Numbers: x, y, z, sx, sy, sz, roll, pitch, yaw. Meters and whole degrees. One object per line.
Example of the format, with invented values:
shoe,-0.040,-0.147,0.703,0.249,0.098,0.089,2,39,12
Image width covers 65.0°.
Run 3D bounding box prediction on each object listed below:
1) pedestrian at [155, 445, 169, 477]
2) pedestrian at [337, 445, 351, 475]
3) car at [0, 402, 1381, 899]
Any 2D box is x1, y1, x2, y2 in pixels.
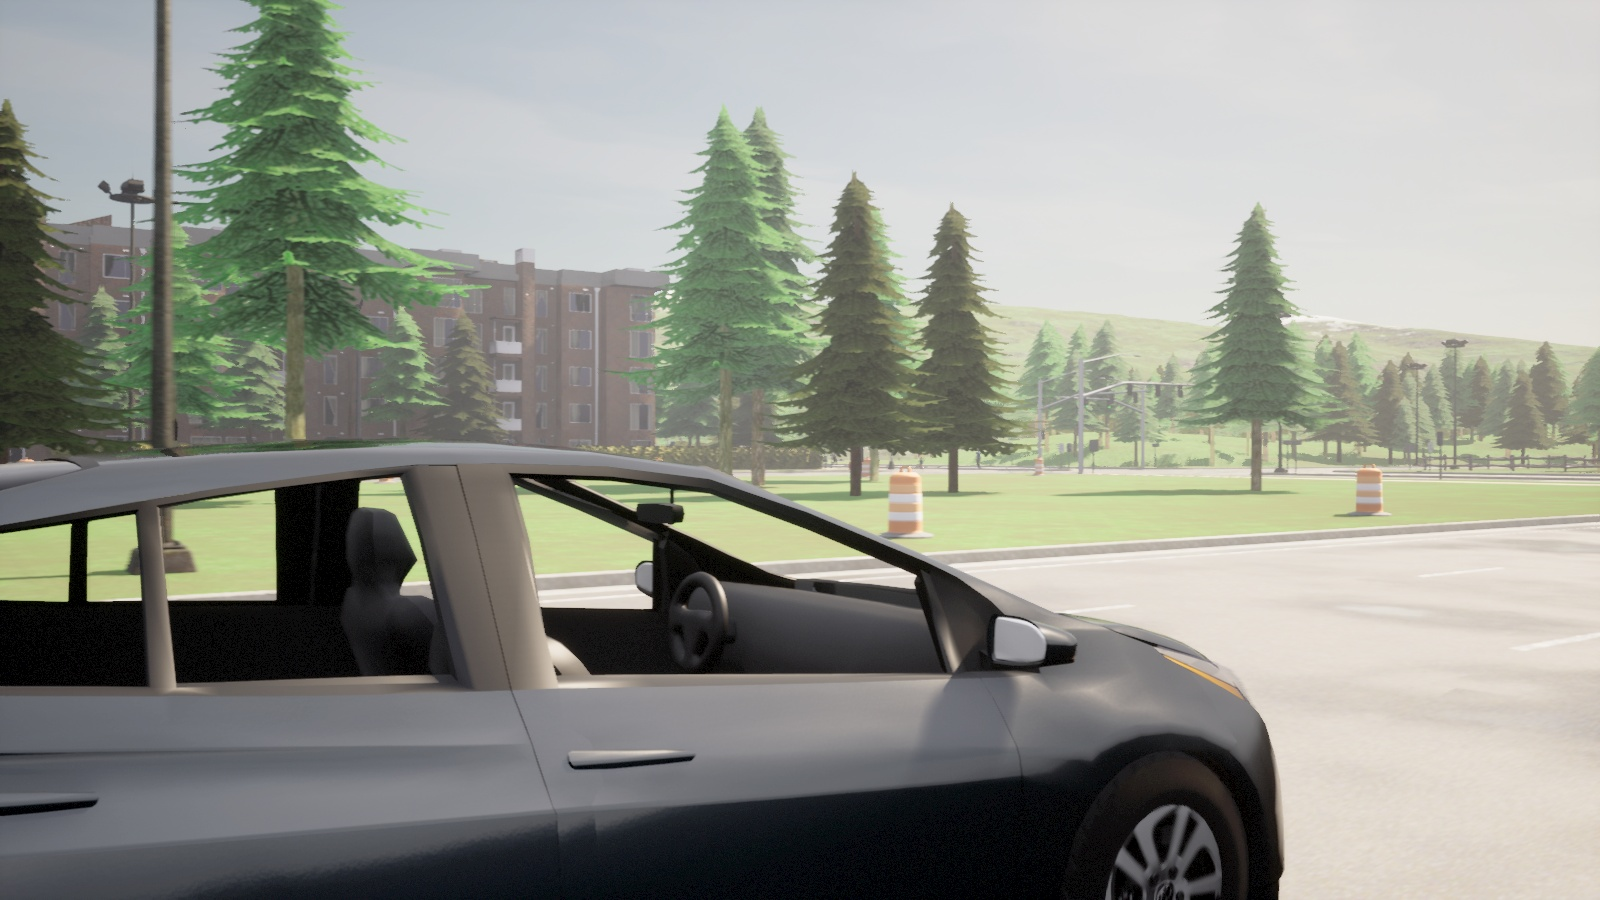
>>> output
pedestrian,-37.744,0.636,74.288,0.694,1.848,0.540,0,0,-35
pedestrian,-29.163,0.632,80.334,0.788,1.949,0.423,0,0,-33
car,-0.764,0.701,3.127,4.514,1.525,2.007,0,0,-35
